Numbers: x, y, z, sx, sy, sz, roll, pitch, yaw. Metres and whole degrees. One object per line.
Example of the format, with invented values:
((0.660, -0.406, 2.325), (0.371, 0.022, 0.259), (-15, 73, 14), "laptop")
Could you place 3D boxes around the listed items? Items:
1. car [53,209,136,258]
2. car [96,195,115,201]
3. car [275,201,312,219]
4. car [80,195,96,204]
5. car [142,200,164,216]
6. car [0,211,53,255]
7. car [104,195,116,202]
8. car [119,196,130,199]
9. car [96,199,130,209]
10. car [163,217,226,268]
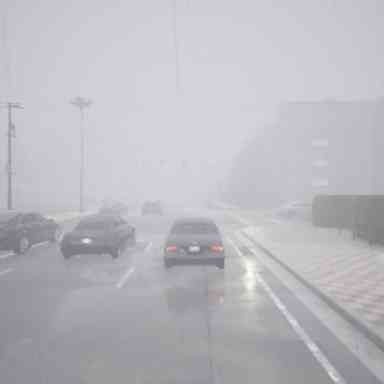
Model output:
((-3.423, 1.564, 12.833), (1.994, 1.385, 4.181), (0, 0, 0), "car")
((-16.309, 1.498, 64.041), (2.128, 1.511, 4.902), (0, 0, 0), "car")
((9.469, 1.526, 28.431), (4.674, 1.442, 1.812), (0, -1, -5), "car")
((-19.800, 1.355, 63.944), (2.097, 1.767, 4.553), (0, 0, 0), "car")
((-3.817, 1.492, 32.870), (2.128, 1.511, 4.902), (0, 0, -2), "car")
((-6.924, 1.505, 13.315), (1.837, 1.490, 4.892), (0, 0, 0), "car")
((-19.791, 1.526, 80.146), (1.812, 1.442, 4.674), (0, 0, 0), "car")
((-16.291, 1.555, 80.275), (1.994, 1.385, 4.181), (0, 0, 0), "car")
((-7.256, 1.601, 31.271), (1.895, 1.301, 4.718), (0, 0, -2), "car")
((0.074, 1.548, 11.289), (2.033, 1.411, 5.357), (0, 0, 0), "car")
